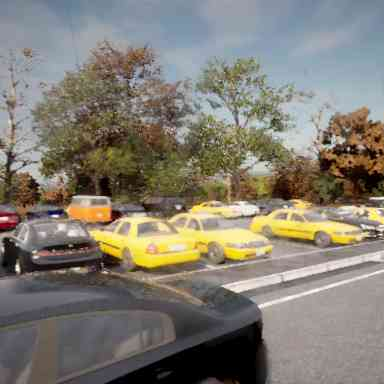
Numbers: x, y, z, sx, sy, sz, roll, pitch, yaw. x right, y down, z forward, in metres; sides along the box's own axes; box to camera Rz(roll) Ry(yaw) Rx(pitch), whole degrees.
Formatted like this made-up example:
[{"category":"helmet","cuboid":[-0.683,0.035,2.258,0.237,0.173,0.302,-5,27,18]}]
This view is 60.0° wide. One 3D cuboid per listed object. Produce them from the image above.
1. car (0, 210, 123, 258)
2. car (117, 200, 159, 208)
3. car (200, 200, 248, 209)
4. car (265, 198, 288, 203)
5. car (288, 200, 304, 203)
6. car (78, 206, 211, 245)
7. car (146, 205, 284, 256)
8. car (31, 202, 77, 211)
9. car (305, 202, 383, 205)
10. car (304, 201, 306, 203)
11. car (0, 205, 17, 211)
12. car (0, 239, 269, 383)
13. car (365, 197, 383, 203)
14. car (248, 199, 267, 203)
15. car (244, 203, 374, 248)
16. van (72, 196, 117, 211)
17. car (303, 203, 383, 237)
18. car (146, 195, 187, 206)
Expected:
[{"category":"car","cuboid":[-4.018,1.479,9.236,2.231,1.521,4.892,0,0,-35]},{"category":"car","cuboid":[-4.738,1.529,24.721,2.163,1.488,4.792,0,0,-35]},{"category":"car","cuboid":[2.136,1.542,29.391,1.946,1.575,5.366,0,0,-35]},{"category":"car","cuboid":[6.568,1.604,32.718,2.163,1.488,4.792,0,0,-35]},{"category":"car","cuboid":[8.694,1.464,34.296,2.185,1.767,4.553,0,0,-35]},{"category":"car","cuboid":[-1.869,1.478,10.990,1.946,1.575,5.366,0,0,-35]},{"category":"car","cuboid":[0.510,1.487,12.220,1.946,1.575,5.366,0,0,-35]},{"category":"car","cuboid":[-9.396,1.507,21.496,2.163,1.488,4.792,0,0,-35]},{"category":"car","cuboid":[9.460,1.545,19.005,1.946,1.575,5.366,0,0,-35]},{"category":"car","cuboid":[10.977,1.604,35.867,2.097,1.535,5.008,0,0,-35]},{"category":"car","cuboid":[-11.551,1.504,19.972,2.163,1.488,4.792,0,0,-35]},{"category":"car","cuboid":[-1.585,1.478,2.557,5.008,1.535,1.882,0,0,-36]},{"category":"car","cuboid":[11.819,1.312,20.481,2.435,2.045,5.566,0,0,-35]},{"category":"car","cuboid":[4.292,1.600,31.140,2.002,1.452,4.674,0,0,-35]},{"category":"car","cuboid":[5.142,1.515,15.496,1.946,1.575,5.366,0,0,-35]},{"category":"van","cuboid":[-7.184,1.261,23.169,1.878,1.987,4.442,0,0,-35]},{"category":"car","cuboid":[7.297,1.534,17.256,2.231,1.521,4.892,0,0,-35]},{"category":"car","cuboid":[-2.509,1.264,26.368,2.435,2.045,5.566,0,0,-35]}]
